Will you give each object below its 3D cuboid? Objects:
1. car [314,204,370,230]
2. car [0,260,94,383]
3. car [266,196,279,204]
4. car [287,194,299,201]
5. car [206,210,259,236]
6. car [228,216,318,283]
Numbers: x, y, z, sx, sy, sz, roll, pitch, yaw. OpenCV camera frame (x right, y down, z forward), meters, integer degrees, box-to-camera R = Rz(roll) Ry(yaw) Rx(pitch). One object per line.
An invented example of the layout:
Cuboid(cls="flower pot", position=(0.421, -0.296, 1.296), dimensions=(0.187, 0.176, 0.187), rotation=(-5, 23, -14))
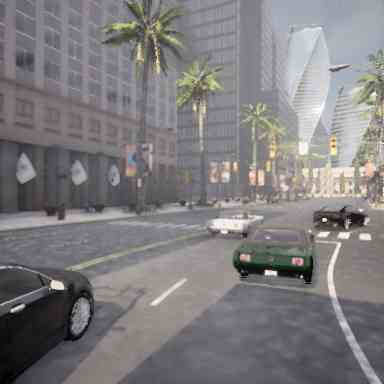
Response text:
Cuboid(cls="car", position=(9.858, 1.543, 21.802), dimensions=(5.008, 1.535, 1.882), rotation=(0, -1, -43))
Cuboid(cls="car", position=(-2.781, 1.494, 3.723), dimensions=(1.837, 1.490, 4.892), rotation=(0, 0, 8))
Cuboid(cls="car", position=(17.228, 1.658, 70.808), dimensions=(2.161, 1.482, 4.786), rotation=(0, 0, 26))
Cuboid(cls="car", position=(27.081, 1.563, 90.402), dimensions=(2.185, 1.767, 4.553), rotation=(0, 0, 26))
Cuboid(cls="car", position=(2.499, 1.629, 17.984), dimensions=(1.895, 1.301, 4.718), rotation=(0, 0, 25))
Cuboid(cls="car", position=(2.646, 1.622, 9.880), dimensions=(1.895, 1.301, 4.718), rotation=(0, 0, 21))
